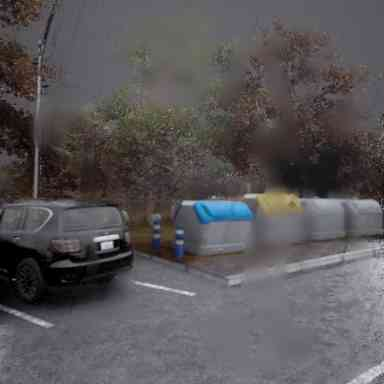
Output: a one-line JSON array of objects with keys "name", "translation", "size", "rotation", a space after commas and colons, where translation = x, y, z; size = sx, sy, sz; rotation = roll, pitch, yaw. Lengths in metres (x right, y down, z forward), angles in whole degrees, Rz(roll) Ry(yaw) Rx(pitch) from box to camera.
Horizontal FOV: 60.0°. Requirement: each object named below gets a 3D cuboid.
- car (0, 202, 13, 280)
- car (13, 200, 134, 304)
[{"name": "car", "translation": [-6.306, 1.234, 6.647], "size": [5.566, 2.045, 2.435], "rotation": [-1, -1, 35]}, {"name": "car", "translation": [-3.949, 1.233, 8.385], "size": [5.566, 2.045, 2.435], "rotation": [-1, 0, 35]}]
